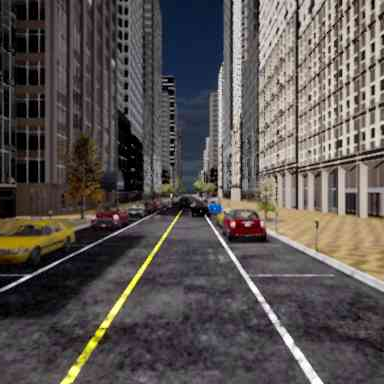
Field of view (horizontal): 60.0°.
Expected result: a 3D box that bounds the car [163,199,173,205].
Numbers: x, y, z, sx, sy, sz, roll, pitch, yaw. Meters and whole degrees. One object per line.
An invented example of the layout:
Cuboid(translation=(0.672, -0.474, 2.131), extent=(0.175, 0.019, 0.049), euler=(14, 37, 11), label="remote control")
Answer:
Cuboid(translation=(-5.755, 2.344, 80.337), extent=(2.008, 1.369, 4.403), euler=(-1, -1, 0), label="car")

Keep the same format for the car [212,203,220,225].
Cuboid(translation=(2.666, 1.761, 23.679), extent=(1.752, 1.417, 4.829), euler=(-1, -1, 0), label="car")

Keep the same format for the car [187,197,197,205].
Cuboid(translation=(-0.052, 1.956, 71.884), extent=(2.097, 1.767, 4.553), euler=(0, -1, 0), label="car")

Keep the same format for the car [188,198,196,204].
Cuboid(translation=(-0.062, 2.301, 86.912), extent=(1.994, 1.385, 4.181), euler=(0, -1, 0), label="car")

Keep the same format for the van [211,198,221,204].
Cuboid(translation=(2.652, 1.743, 40.561), extent=(1.690, 1.788, 3.998), euler=(-1, -1, 0), label="van")

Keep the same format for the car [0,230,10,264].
Cuboid(translation=(-5.703, 1.505, 6.455), extent=(1.967, 1.590, 4.097), euler=(-1, -1, 0), label="car")

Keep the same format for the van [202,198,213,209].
Cuboid(translation=(2.640, 1.912, 57.611), extent=(1.690, 1.788, 3.998), euler=(-1, -1, 0), label="van")

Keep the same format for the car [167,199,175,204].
Cuboid(translation=(-5.763, 2.487, 91.703), extent=(1.802, 1.307, 4.206), euler=(-1, -1, 0), label="car")

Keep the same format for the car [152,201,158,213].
Cuboid(translation=(-5.726, 1.967, 40.553), extent=(1.947, 1.339, 4.313), euler=(-1, -1, 0), label="car")

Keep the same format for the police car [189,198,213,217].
Cuboid(translation=(0.874, 1.782, 36.015), extent=(1.930, 1.638, 5.238), euler=(0, -1, 0), label="police car")

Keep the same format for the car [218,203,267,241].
Cuboid(translation=(2.669, 1.618, 17.827), extent=(1.967, 1.590, 4.097), euler=(-1, -1, 0), label="car")

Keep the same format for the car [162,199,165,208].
Cuboid(translation=(-5.735, 2.064, 51.920), extent=(2.008, 1.369, 4.403), euler=(-1, -1, 0), label="car")

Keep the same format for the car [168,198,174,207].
Cuboid(translation=(-3.058, 2.246, 65.291), extent=(1.895, 1.301, 4.718), euler=(0, -1, 0), label="car")

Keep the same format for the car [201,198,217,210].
Cuboid(translation=(2.644, 1.830, 51.928), extent=(2.192, 1.841, 5.009), euler=(-1, -1, 0), label="car")

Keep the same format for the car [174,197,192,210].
Cuboid(translation=(-0.179, 1.738, 52.291), extent=(2.150, 2.045, 5.566), euler=(-1, 0, 24), label="car")

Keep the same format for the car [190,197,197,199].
Cuboid(translation=(0.867, 1.912, 46.094), extent=(1.801, 1.575, 5.366), euler=(0, -1, 0), label="car")

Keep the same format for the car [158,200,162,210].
Cuboid(translation=(-5.730, 2.002, 46.237), extent=(1.887, 1.381, 4.507), euler=(-1, -1, 0), label="car")

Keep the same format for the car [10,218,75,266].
Cuboid(translation=(-5.706, 1.644, 11.967), extent=(1.752, 1.417, 4.829), euler=(-1, -1, 0), label="car")

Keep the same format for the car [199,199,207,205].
Cuboid(translation=(2.626, 2.345, 80.342), extent=(2.008, 1.369, 4.403), euler=(-1, -1, 0), label="car")

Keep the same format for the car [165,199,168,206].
Cuboid(translation=(-5.738, 2.152, 57.603), extent=(1.802, 1.307, 4.206), euler=(-1, -1, 0), label="car")

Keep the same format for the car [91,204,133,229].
Cuboid(translation=(-5.715, 1.673, 23.505), extent=(1.967, 1.590, 4.097), euler=(-1, -1, 0), label="car")

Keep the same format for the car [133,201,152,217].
Cuboid(translation=(-5.723, 1.896, 34.870), extent=(2.008, 1.369, 4.403), euler=(-1, -1, 0), label="car")
